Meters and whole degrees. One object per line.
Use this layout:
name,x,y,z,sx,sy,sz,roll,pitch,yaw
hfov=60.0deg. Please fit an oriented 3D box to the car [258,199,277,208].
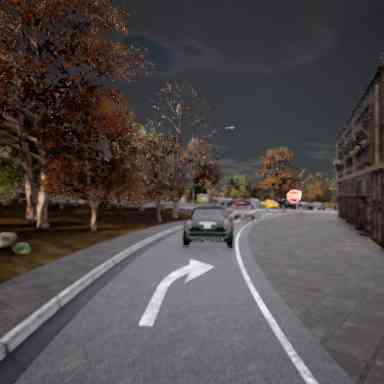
car,15.871,2.449,70.481,1.946,1.575,5.366,3,-1,-11

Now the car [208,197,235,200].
car,4.782,1.587,54.811,2.163,1.488,4.792,4,-1,-11

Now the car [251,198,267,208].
car,10.239,1.789,55.922,2.185,1.767,4.553,4,-1,-11

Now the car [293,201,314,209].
car,23.987,2.837,71.848,2.097,1.535,5.008,2,-1,-11

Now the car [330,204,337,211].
car,26.648,2.664,59.015,2.185,1.767,4.553,2,-1,-11

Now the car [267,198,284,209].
car,12.962,2.084,56.408,2.097,1.535,5.008,3,-1,-11

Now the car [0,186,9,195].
car,-35.006,-0.335,60.017,1.946,1.575,5.366,4,-1,-11

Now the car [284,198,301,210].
car,15.709,1.996,56.972,2.435,2.045,5.566,3,-1,-11

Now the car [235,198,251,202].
car,7.500,1.766,55.393,2.163,1.488,4.792,4,-1,-11

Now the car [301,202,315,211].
car,18.437,2.400,57.460,2.231,1.521,4.892,3,-1,-11

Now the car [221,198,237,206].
car,7.570,1.997,68.699,2.002,1.452,4.674,4,-1,-11

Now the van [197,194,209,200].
van,2.262,1.383,67.547,1.878,1.987,4.442,4,0,-11

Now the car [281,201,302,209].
car,21.250,2.716,71.322,2.097,1.535,5.008,3,-1,-11

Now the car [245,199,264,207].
car,13.130,2.296,69.954,1.946,1.575,5.366,3,-1,-11

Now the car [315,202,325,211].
car,21.165,2.570,57.962,2.163,1.488,4.792,3,-1,-11

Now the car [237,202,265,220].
car,5.315,1.896,31.543,1.895,1.301,4.718,0,-1,22

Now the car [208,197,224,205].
car,4.841,1.819,68.174,2.002,1.452,4.674,4,-1,-11

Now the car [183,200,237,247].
car,0.887,1.408,15.424,2.097,1.767,4.553,0,0,7

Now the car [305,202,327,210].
car,26.850,2.956,72.398,2.231,1.521,4.892,2,-1,-11

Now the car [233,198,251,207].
car,10.420,2.166,69.273,2.163,1.488,4.792,4,-1,-11

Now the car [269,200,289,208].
car,18.515,2.616,70.771,2.163,1.488,4.792,3,-1,-11
